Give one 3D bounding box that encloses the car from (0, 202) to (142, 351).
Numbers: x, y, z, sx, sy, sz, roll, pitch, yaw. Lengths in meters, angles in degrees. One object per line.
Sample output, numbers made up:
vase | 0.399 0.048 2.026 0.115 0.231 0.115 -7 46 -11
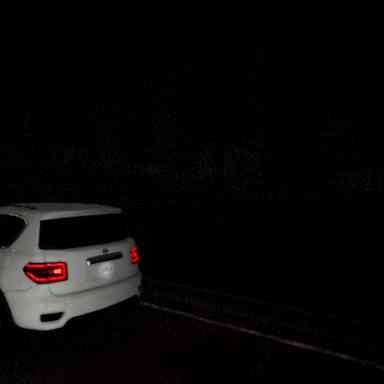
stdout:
car | -3.451 1.220 6.454 5.566 2.045 2.150 0 0 35
